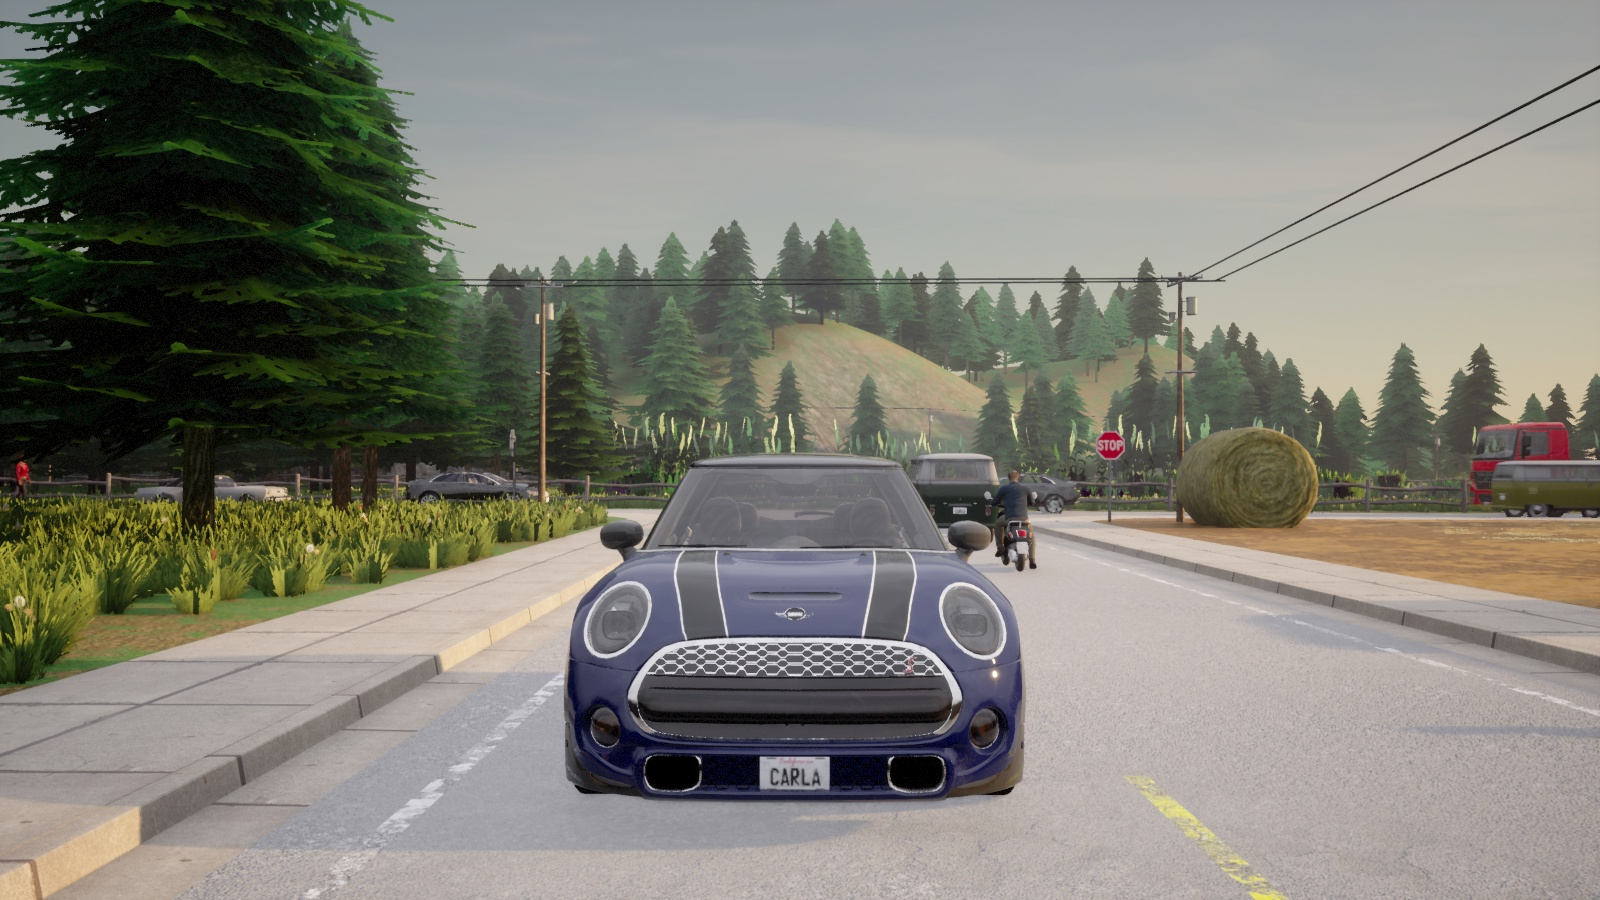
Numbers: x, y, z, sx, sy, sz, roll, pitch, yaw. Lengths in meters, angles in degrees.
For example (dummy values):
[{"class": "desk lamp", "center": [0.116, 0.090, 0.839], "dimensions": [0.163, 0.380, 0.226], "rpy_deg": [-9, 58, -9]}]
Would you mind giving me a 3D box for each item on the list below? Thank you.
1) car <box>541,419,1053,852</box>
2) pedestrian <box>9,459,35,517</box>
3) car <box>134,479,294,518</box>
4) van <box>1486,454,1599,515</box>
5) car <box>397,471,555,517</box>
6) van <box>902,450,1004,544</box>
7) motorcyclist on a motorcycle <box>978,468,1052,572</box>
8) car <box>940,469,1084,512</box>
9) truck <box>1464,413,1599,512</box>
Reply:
[{"class": "car", "center": [-0.021, 0.798, 7.441], "dimensions": [2.097, 1.767, 4.553], "rpy_deg": [0, -1, 0]}, {"class": "pedestrian", "center": [-25.079, 1.217, 40.479], "dimensions": [0.636, 1.846, 0.331], "rpy_deg": [0, -1, -1]}, {"class": "car", "center": [-20.475, 1.699, 44.022], "dimensions": [4.718, 1.301, 1.895], "rpy_deg": [0, -1, 1]}, {"class": "van", "center": [25.659, 1.132, 41.944], "dimensions": [4.442, 1.987, 1.775], "rpy_deg": [0, -1, 3]}, {"class": "car", "center": [-11.184, 1.512, 43.634], "dimensions": [4.902, 1.511, 2.128], "rpy_deg": [0, -1, 3]}, {"class": "van", "center": [3.424, 1.038, 28.899], "dimensions": [1.775, 1.987, 4.442], "rpy_deg": [0, -1, 0]}, {"class": "motorcyclist on a motorcycle", "center": [3.447, 1.093, 20.245], "dimensions": [0.866, 1.590, 1.817], "rpy_deg": [0, -1, 0]}, {"class": "car", "center": [7.714, 1.479, 46.118], "dimensions": [4.902, 1.511, 2.128], "rpy_deg": [0, -1, -1]}, {"class": "truck", "center": [28.760, 0.441, 45.317], "dimensions": [7.936, 3.462, 2.891], "rpy_deg": [0, -1, 3]}]
